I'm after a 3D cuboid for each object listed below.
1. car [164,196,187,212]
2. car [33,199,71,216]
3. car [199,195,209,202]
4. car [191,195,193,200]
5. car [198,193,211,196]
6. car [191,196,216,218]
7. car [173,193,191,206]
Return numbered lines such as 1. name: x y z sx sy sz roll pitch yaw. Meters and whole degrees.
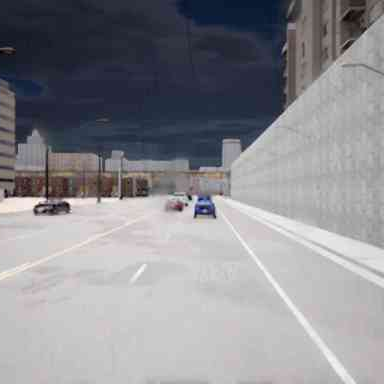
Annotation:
1. car: -2.030 1.480 38.447 1.994 1.385 4.181 0 0 2
2. car: -12.989 1.380 31.116 2.128 1.511 4.902 0 0 2
3. car: 2.716 1.403 74.890 2.033 1.411 5.357 0 0 2
4. car: -0.776 1.349 75.152 1.837 1.490 4.892 0 0 2
5. car: 1.896 1.124 50.206 2.150 2.045 5.566 0 -1 2
6. car: 1.169 1.423 30.114 1.882 1.535 5.008 0 0 2
7. car: -1.725 1.118 49.341 2.150 2.045 5.566 0 0 2
